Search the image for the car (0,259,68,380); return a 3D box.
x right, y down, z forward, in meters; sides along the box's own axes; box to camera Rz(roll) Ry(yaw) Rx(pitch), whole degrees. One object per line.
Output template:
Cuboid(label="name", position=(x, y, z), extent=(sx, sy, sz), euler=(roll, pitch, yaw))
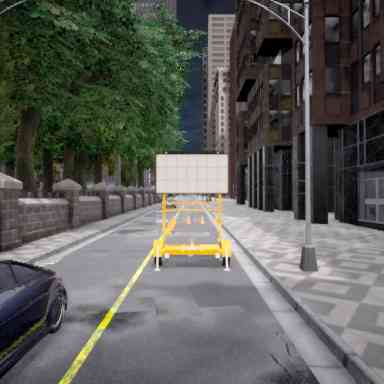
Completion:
Cuboid(label="car", position=(-3.100, 1.566, 3.975), extent=(1.994, 1.385, 4.181), euler=(0, 0, 0))

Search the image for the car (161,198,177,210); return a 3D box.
Cuboid(label="car", position=(-3.078, 1.563, 44.595), extent=(2.128, 1.511, 4.902), euler=(0, 0, 0))

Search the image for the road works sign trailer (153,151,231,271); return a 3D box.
Cuboid(label="road works sign trailer", position=(0.006, 0.472, 10.919), extent=(2.380, 3.560, 2.880), euler=(0, 0, 0))
